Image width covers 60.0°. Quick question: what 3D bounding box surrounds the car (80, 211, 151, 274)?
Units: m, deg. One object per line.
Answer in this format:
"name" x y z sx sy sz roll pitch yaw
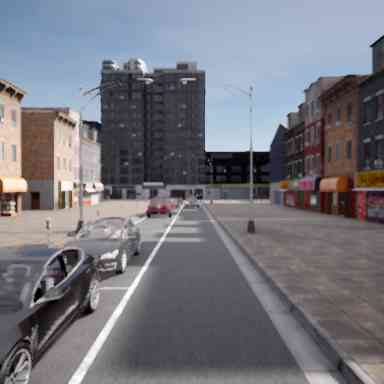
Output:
"car" -2.639 1.512 10.318 2.008 1.369 4.403 0 0 0

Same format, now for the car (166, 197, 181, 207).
"car" -2.638 1.386 48.483 1.947 1.339 4.313 0 0 0

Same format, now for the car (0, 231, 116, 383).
"car" -2.639 1.547 4.866 1.947 1.339 4.313 0 0 0

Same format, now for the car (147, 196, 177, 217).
"car" -2.749 1.241 29.638 2.097 1.767 4.553 0 0 0

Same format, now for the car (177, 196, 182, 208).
"car" -2.638 1.422 43.031 1.802 1.307 4.206 0 0 0

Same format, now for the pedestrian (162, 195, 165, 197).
"pedestrian" -2.749 1.173 32.442 0.375 1.860 0.375 0 0 0

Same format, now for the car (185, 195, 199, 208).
"car" 0.008 1.462 44.525 1.895 1.301 4.718 0 0 0

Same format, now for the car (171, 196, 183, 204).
"car" -2.638 1.345 59.387 1.947 1.339 4.313 0 0 0

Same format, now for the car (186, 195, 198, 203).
"car" -0.033 1.338 63.584 2.033 1.411 5.357 0 0 -2
